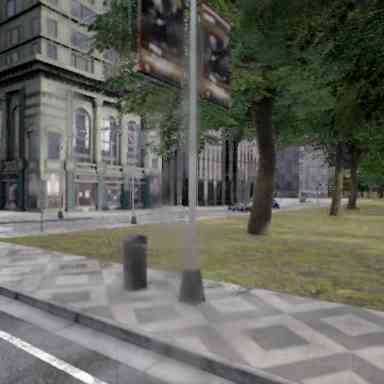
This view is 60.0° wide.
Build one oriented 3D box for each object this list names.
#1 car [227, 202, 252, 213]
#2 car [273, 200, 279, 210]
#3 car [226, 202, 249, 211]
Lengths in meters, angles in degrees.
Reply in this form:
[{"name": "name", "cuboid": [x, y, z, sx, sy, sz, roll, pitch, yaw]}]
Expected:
[{"name": "car", "cuboid": [7.512, 2.316, 48.844, 1.895, 1.301, 4.718, 0, 0, 35]}, {"name": "car", "cuboid": [13.173, 2.050, 57.308, 2.150, 2.045, 5.566, 0, 0, 34]}, {"name": "car", "cuboid": [7.408, 2.309, 54.142, 1.994, 1.385, 4.181, 0, 0, 34]}]
